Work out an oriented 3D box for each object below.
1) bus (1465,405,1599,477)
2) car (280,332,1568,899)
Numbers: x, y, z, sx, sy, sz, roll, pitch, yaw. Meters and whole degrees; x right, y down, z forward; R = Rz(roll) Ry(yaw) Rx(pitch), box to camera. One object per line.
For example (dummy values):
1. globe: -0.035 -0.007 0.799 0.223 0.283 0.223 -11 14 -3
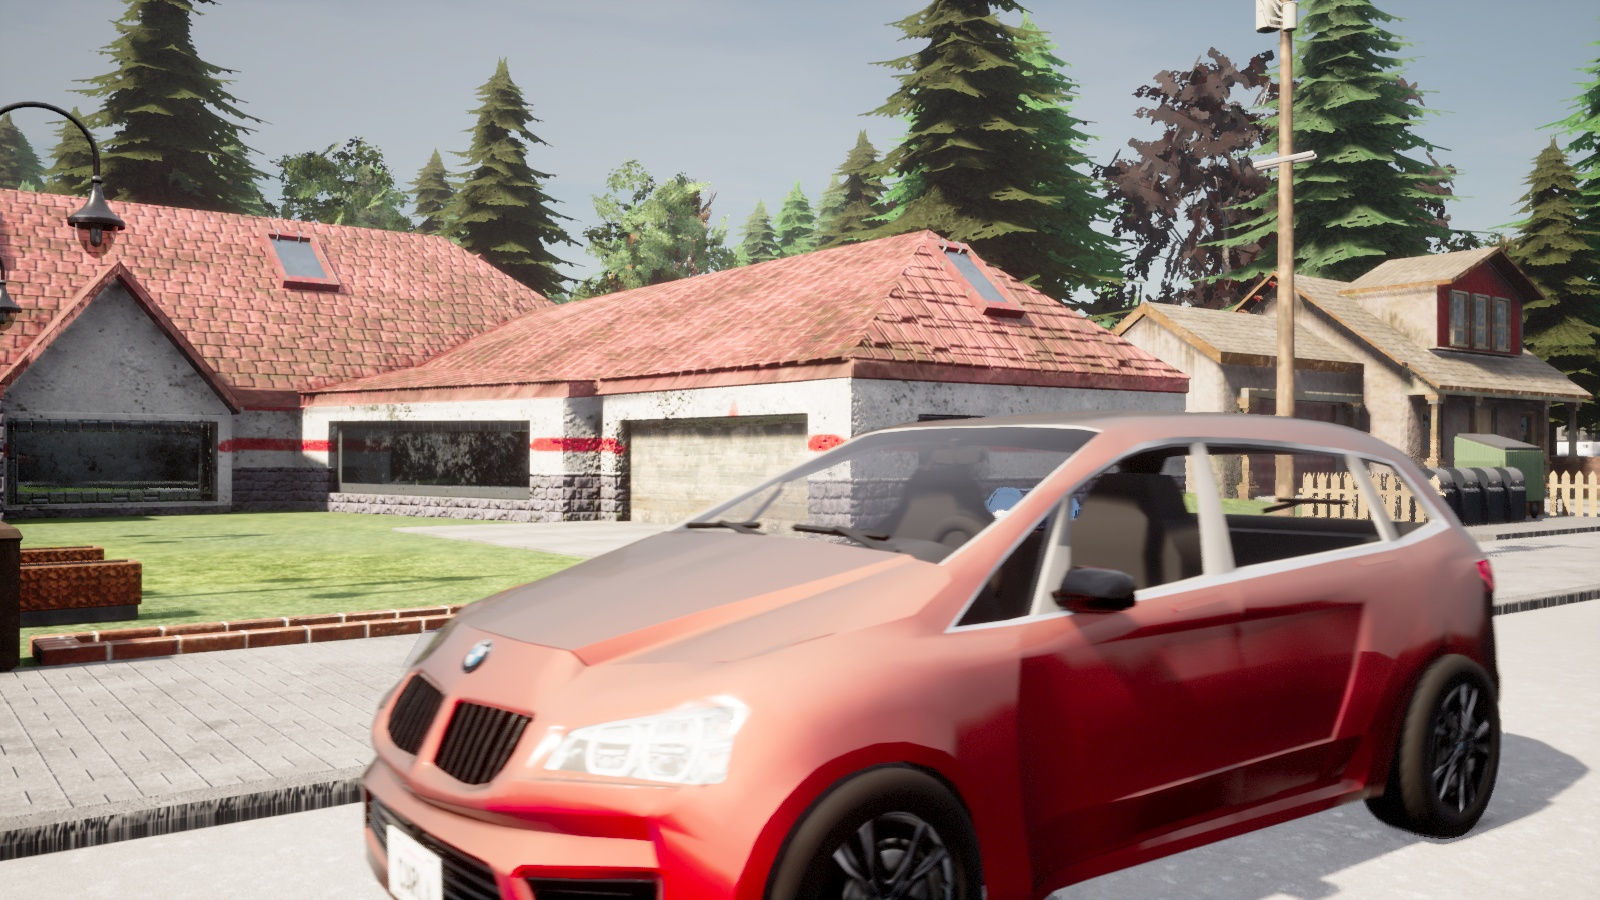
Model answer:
1. bus: 47.497 -0.542 77.922 3.944 4.253 10.273 0 0 -37
2. car: 0.729 0.599 4.812 4.611 1.667 2.242 0 0 -37
